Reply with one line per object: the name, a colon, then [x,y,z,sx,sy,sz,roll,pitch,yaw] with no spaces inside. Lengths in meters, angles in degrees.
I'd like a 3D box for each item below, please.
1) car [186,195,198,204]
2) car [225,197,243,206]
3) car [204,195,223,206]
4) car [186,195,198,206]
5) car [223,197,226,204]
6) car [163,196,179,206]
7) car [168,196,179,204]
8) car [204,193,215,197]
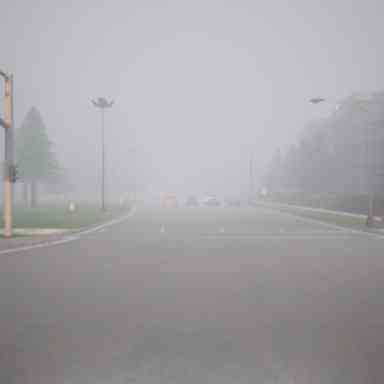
car: [-0.010,1.390,64.147,2.097,1.767,4.553,0,0,0]
car: [6.991,1.632,54.207,1.895,1.301,4.718,0,0,0]
car: [3.491,1.596,54.177,1.994,1.385,4.181,0,0,0]
car: [-0.009,1.596,54.143,1.994,1.385,4.181,0,0,0]
car: [6.990,1.586,64.178,2.033,1.411,5.357,0,0,0]
car: [-3.509,1.384,54.145,2.097,1.767,4.553,0,0,0]
car: [-3.510,1.563,64.176,1.812,1.442,4.674,0,0,0]
car: [3.490,1.263,64.207,2.150,2.045,5.566,0,0,0]
